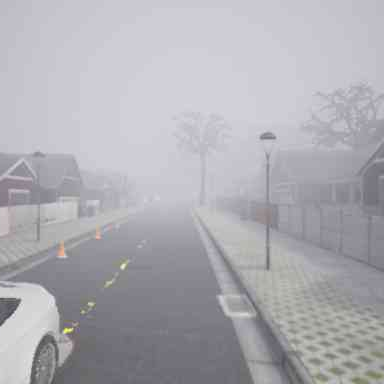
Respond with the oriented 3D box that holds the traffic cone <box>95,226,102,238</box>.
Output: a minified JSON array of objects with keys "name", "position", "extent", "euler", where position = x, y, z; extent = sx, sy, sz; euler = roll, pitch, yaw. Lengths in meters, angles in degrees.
[{"name":"traffic cone","position":[-4.771,2.035,16.830],"extent":[0.340,0.580,0.340],"euler":[0,0,-2]}]

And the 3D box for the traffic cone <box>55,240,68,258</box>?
[{"name":"traffic cone","position":[-4.631,2.015,11.839],"extent":[0.340,0.580,0.340],"euler":[0,0,-1]}]

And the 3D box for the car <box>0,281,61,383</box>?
[{"name":"car","position":[-2.474,1.540,2.324],"extent":[1.812,1.442,4.674],"euler":[0,0,0]}]
